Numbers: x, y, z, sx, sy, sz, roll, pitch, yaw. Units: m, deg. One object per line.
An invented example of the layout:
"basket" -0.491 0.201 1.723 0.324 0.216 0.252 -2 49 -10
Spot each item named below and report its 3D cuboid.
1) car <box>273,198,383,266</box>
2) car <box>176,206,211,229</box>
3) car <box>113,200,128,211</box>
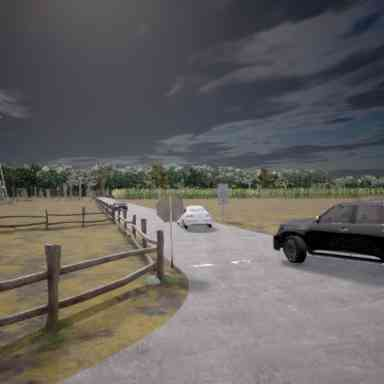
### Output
"car" 5.078 1.223 9.807 2.150 2.045 5.566 -2 0 -39
"car" 0.048 1.686 23.083 1.812 1.442 4.674 -1 0 -11
"car" -10.712 1.972 49.475 2.033 1.411 5.357 -2 0 -17
